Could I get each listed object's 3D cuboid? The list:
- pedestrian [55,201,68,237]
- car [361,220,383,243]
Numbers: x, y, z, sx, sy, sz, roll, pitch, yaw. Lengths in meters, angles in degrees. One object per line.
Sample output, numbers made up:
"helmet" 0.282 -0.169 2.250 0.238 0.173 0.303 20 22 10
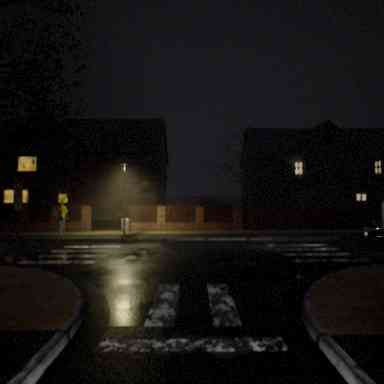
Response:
"pedestrian" -6.728 1.347 17.181 0.375 1.860 0.375 0 -1 1
"car" 9.823 1.475 14.062 4.902 1.511 2.128 0 -1 1
